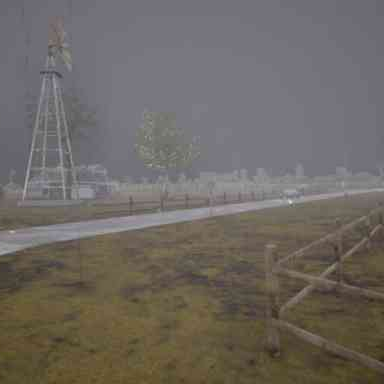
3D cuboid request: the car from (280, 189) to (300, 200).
[{"bbox_3d":[14.573,0.348,49.457,1.812,1.442,4.674,-1,1,35],"label":"car"}]
